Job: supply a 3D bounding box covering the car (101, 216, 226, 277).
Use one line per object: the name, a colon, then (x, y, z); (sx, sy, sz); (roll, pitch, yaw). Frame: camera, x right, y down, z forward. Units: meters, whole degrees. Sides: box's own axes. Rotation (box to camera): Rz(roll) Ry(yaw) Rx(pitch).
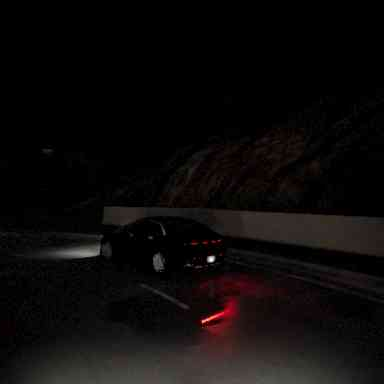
car: (-1.115, 1.505, 10.393); (1.837, 1.490, 4.892); (1, -1, -42)
